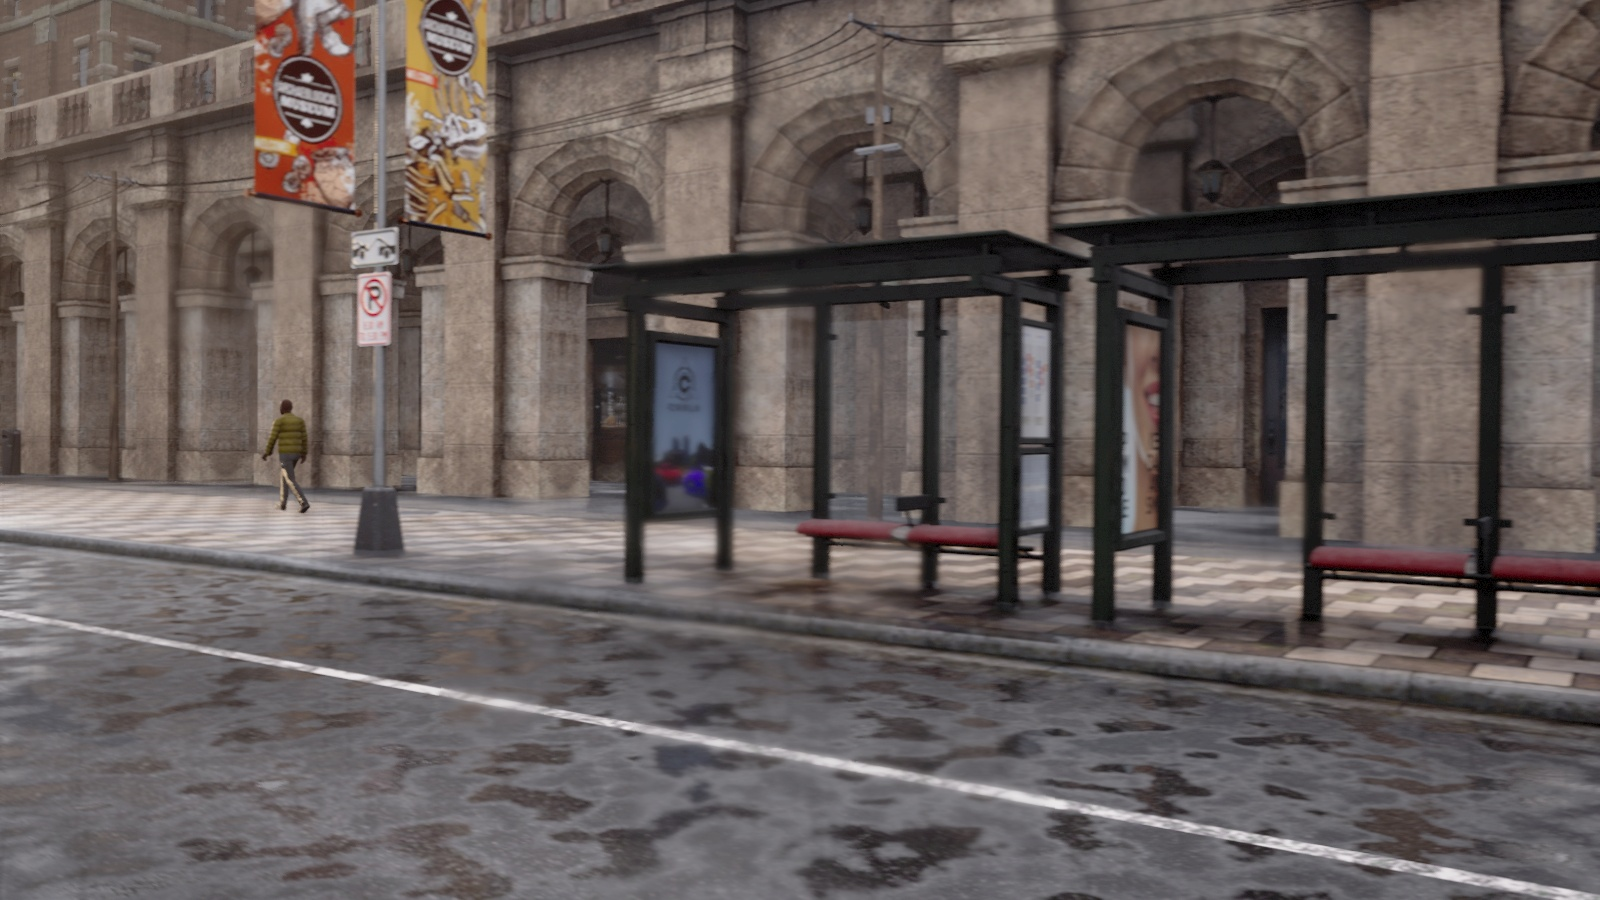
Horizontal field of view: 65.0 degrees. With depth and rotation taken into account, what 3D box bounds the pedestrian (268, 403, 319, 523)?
[{"bbox_3d":[-7.873,0.193,19.514,0.726,1.835,0.370,0,1,34],"label":"pedestrian"}]
